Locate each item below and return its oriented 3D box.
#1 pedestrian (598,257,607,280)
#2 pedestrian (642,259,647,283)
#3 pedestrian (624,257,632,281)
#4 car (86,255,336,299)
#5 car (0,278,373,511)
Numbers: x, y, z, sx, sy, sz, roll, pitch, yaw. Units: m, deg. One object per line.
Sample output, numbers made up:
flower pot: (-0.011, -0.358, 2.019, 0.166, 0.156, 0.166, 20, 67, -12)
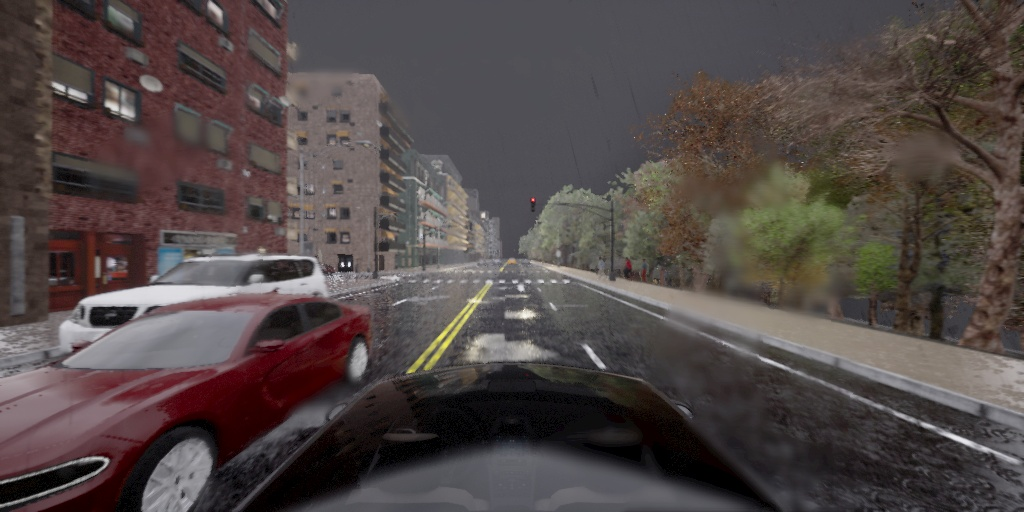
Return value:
pedestrian: (6.924, 0.907, 27.860, 0.375, 1.860, 0.375, 0, 0, 0)
pedestrian: (10.016, 1.094, 27.259, 0.375, 1.860, 0.375, 0, 0, 0)
pedestrian: (8.657, 0.905, 26.659, 0.375, 1.860, 0.375, 0, 0, 0)
car: (-6.598, 0.977, 8.562, 2.150, 2.045, 5.566, 0, 0, 0)
car: (-3.350, 1.229, 4.238, 1.882, 1.535, 5.008, 0, 0, 0)
